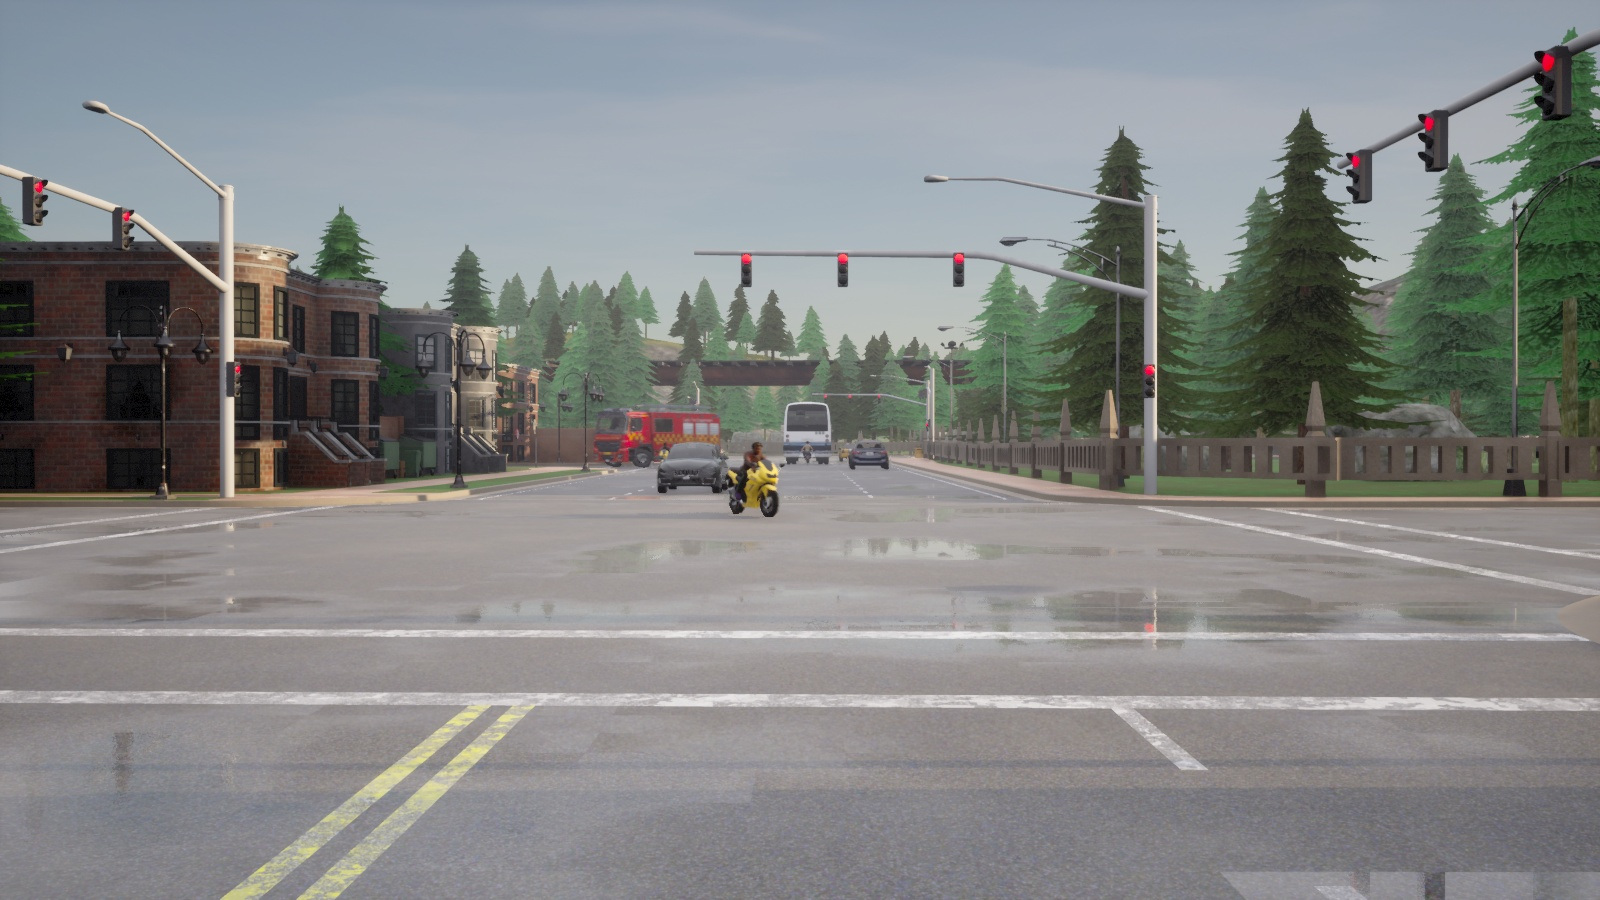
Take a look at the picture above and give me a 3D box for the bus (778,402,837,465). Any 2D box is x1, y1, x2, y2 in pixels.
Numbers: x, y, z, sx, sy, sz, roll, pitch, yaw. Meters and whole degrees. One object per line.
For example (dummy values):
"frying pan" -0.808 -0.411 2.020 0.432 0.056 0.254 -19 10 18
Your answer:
"bus" 0.524 -1.136 89.810 3.944 4.253 10.273 0 0 0

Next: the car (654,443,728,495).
"car" -3.267 0.531 38.491 1.837 1.490 4.892 0 0 0

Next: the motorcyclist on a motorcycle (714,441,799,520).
"motorcyclist on a motorcycle" -0.905 0.585 25.254 0.797 1.523 2.044 1 0 -31

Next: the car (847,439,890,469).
"car" 3.924 0.185 72.398 2.242 1.667 4.611 0 0 0

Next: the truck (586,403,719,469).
"truck" -8.938 -0.865 77.109 2.891 3.827 8.468 1 1 40
